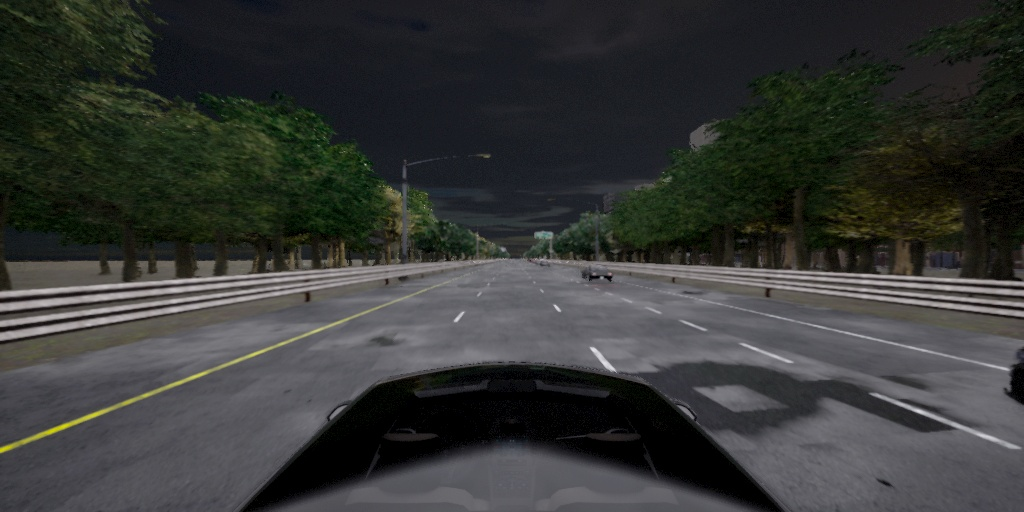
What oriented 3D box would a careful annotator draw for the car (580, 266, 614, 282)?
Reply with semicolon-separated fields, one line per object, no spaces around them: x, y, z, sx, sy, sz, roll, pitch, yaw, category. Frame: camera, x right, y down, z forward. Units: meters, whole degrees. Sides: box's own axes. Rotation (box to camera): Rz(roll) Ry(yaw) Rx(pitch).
7.042;1.458;30.320;1.895;1.301;4.718;0;0;0;car

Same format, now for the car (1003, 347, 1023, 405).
7.001;1.245;2.320;2.128;1.511;4.902;0;0;0;car
